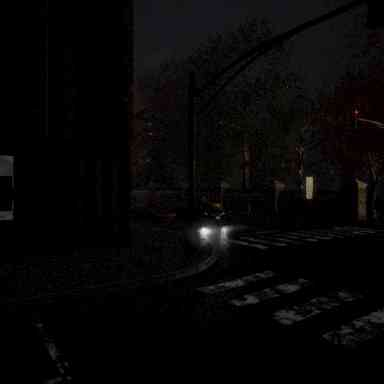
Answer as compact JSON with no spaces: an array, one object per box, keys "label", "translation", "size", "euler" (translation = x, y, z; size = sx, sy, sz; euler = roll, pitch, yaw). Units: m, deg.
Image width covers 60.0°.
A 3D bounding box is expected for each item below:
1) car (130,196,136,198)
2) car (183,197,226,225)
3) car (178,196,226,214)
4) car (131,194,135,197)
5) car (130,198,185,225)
[{"label":"car","translation":[-5.837,1.157,25.482],"size":[1.802,1.307,4.206],"euler":[2,0,-36]},{"label":"car","translation":[0.173,1.229,21.606],"size":[1.812,1.442,4.674],"euler":[0,1,-36]},{"label":"car","translation":[0.843,1.128,30.546],"size":[1.752,1.417,4.829],"euler":[1,0,-36]},{"label":"car","translation":[-8.830,0.863,43.840],"size":[2.008,1.369,4.403],"euler":[1,0,-36]},{"label":"car","translation":[-2.580,1.256,21.006],"size":[1.802,1.307,4.206],"euler":[2,0,-36]}]
